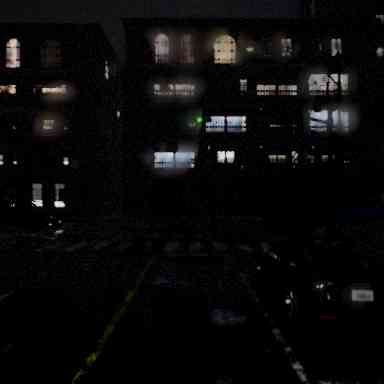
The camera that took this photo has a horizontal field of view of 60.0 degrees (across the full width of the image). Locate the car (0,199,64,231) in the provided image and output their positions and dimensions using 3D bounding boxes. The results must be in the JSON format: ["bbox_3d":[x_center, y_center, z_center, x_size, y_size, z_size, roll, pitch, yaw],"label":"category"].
[{"bbox_3d":[-11.193,1.492,21.245,5.566,2.045,2.150,2,-1,0],"label":"car"}]

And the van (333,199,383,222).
[{"bbox_3d":[13.084,1.454,26.669,3.998,1.788,1.690,0,-1,0],"label":"van"}]

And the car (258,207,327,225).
[{"bbox_3d":[6.341,1.663,21.314,4.181,1.385,1.994,-1,-1,0],"label":"car"}]

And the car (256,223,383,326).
[{"bbox_3d":[2.575,1.609,7.093,1.947,1.339,4.313,1,0,0],"label":"car"}]
